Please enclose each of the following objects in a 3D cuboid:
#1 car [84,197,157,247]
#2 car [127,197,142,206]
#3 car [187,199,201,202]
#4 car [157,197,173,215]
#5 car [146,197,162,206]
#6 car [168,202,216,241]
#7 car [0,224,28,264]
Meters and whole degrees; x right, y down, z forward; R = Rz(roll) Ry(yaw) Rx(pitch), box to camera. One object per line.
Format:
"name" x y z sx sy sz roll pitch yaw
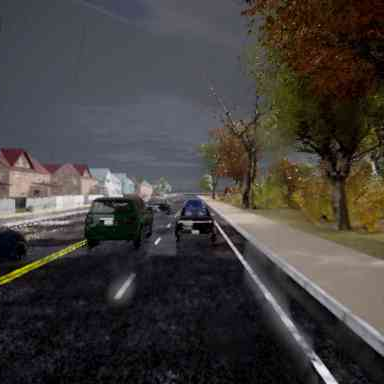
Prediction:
"car" -3.099 1.227 15.070 2.150 2.045 5.566 0 0 0
"car" -9.571 1.577 55.640 1.812 1.442 4.674 0 0 0
"car" 0.215 1.485 35.051 1.882 1.535 5.008 0 0 0
"car" -3.042 1.503 33.301 2.128 1.511 4.902 0 0 0
"car" -6.320 1.593 55.715 2.033 1.411 5.357 0 0 0
"car" 0.156 1.492 16.642 2.128 1.511 4.902 0 0 0
"car" -6.565 1.575 9.566 1.994 1.385 4.181 0 0 0
